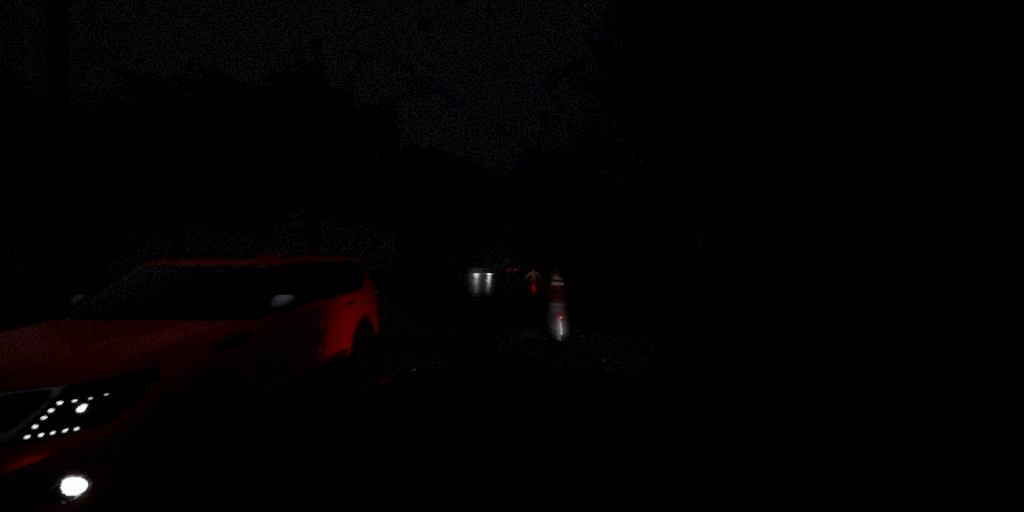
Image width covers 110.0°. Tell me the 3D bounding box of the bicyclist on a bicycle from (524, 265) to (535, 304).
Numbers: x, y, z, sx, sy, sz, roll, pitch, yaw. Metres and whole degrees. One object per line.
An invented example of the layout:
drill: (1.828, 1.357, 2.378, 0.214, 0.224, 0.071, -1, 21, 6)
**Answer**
bicyclist on a bicycle: (0.946, 1.215, 15.678, 0.866, 1.612, 1.509, 0, 0, 0)

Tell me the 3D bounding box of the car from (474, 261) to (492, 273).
car: (-3.651, 1.380, 46.145, 1.837, 1.490, 4.892, 0, 0, 0)

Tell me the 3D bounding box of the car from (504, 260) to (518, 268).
car: (0.023, 1.554, 63.880, 1.895, 1.301, 4.718, 0, 0, 0)

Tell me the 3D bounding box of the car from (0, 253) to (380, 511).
car: (-3.603, 0.977, 4.718, 2.150, 2.045, 5.566, 0, 0, 0)

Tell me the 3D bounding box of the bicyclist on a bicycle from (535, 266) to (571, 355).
bicyclist on a bicycle: (0.956, 1.132, 7.835, 0.659, 1.776, 1.843, 0, 0, 0)
